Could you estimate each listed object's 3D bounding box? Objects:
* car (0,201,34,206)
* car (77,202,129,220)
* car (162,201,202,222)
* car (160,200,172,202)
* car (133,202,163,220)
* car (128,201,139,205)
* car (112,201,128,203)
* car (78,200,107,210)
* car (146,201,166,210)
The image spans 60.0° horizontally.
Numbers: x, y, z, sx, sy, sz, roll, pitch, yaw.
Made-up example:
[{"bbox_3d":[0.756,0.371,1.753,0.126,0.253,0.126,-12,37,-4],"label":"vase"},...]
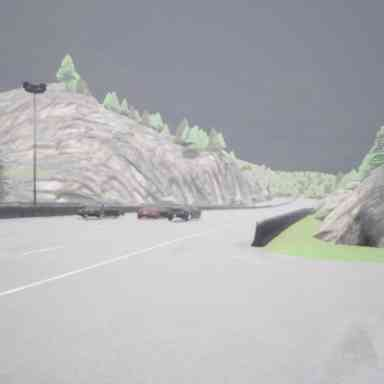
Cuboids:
[{"bbox_3d":[-22.341,1.767,42.135,1.895,1.301,4.718,1,-2,22],"label":"car"},{"bbox_3d":[-8.087,1.775,30.140,1.895,1.301,4.718,1,-2,22],"label":"car"},{"bbox_3d":[-0.542,1.847,30.176,1.837,1.490,4.892,1,-2,22],"label":"car"},{"bbox_3d":[-5.352,2.595,65.729,2.150,2.045,5.566,1,-2,22],"label":"car"},{"bbox_3d":[-3.521,1.900,32.153,1.994,1.385,4.181,1,-2,22],"label":"car"},{"bbox_3d":[-12.208,2.605,67.434,2.097,1.767,4.553,1,-2,22],"label":"car"},{"bbox_3d":[-13.215,2.333,55.525,1.837,1.490,4.892,1,-3,22],"label":"car"},{"bbox_3d":[-16.742,2.248,56.126,2.128,1.511,4.902,1,-2,22],"label":"car"},{"bbox_3d":[-7.489,2.803,69.834,2.097,1.767,4.553,1,-2,22],"label":"car"}]
